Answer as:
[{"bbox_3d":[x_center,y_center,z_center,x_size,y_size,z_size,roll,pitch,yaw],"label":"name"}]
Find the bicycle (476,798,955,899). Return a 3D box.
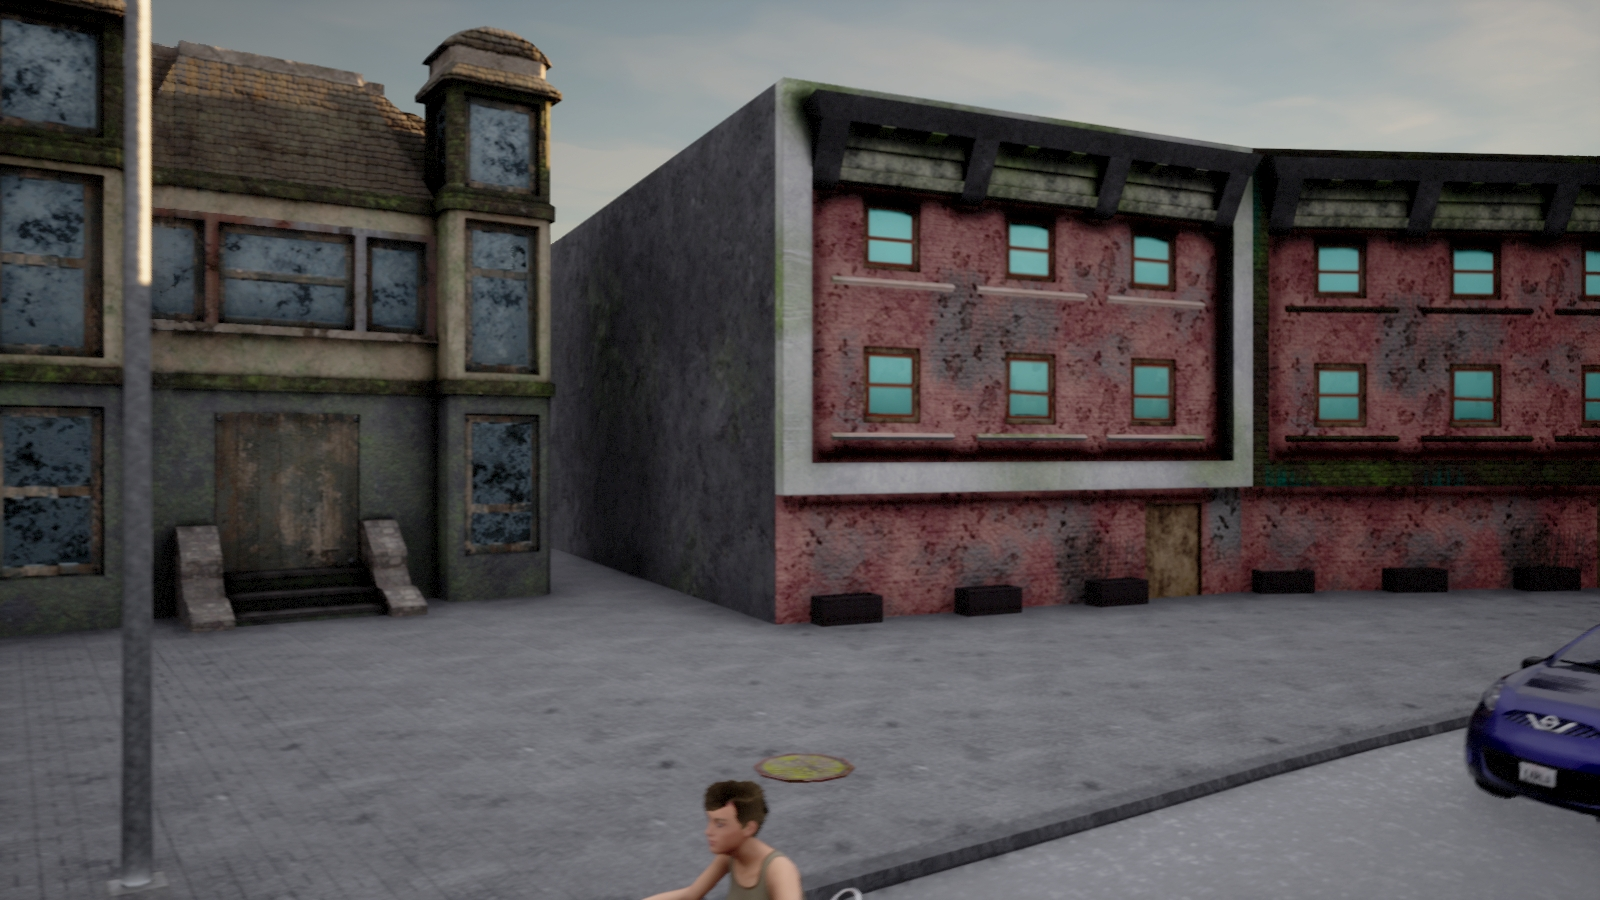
[{"bbox_3d":[-0.285,2.037,4.118,1.487,1.080,0.859,-1,0,-35],"label":"bicycle"}]

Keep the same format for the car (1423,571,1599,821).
[{"bbox_3d":[7.031,1.819,9.050,3.633,1.501,1.845,0,0,-24],"label":"car"}]
